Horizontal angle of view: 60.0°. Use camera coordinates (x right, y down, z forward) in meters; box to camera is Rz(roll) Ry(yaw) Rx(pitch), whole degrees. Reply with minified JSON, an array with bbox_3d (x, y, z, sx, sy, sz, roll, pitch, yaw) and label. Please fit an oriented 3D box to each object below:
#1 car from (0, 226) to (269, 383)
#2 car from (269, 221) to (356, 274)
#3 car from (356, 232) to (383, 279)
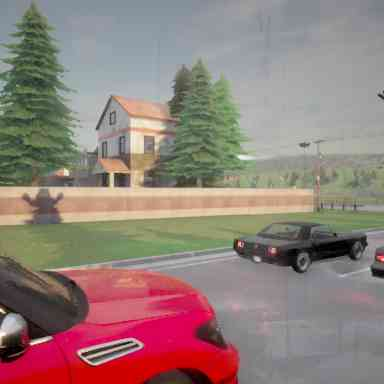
[{"bbox_3d":[-2.246,1.224,2.203,5.566,2.045,2.150,0,0,-35],"label":"car"},{"bbox_3d":[3.652,1.601,10.667,4.718,1.301,1.895,0,0,-36],"label":"car"},{"bbox_3d":[6.651,1.547,8.497,5.357,1.411,2.033,0,0,-36],"label":"car"}]
